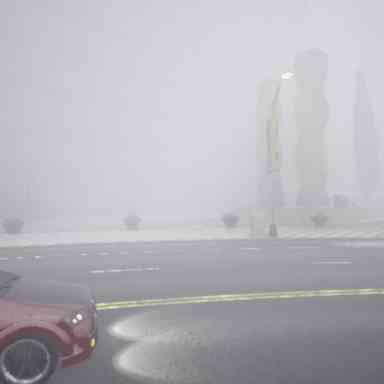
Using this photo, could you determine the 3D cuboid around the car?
[{"bbox_3d":[-3.408,1.686,4.508,4.181,1.385,1.994,0,-1,-17],"label":"car"}]
